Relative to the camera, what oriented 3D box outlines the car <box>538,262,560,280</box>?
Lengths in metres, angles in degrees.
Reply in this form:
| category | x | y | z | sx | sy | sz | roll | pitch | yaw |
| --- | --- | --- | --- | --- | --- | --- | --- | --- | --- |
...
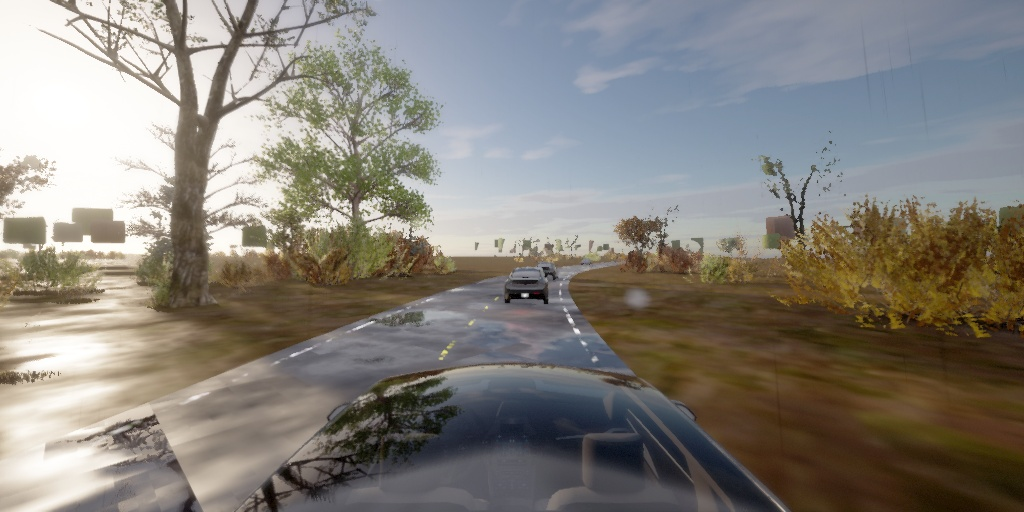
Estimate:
| category | x | y | z | sx | sy | sz | roll | pitch | yaw |
| --- | --- | --- | --- | --- | --- | --- | --- | --- | --- |
| car | 2.987 | 1.283 | 30.997 | 1.837 | 1.490 | 4.892 | 0 | 0 | 12 |

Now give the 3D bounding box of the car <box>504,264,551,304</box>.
| category | x | y | z | sx | sy | sz | roll | pitch | yaw |
| --- | --- | --- | --- | --- | --- | --- | --- | --- | --- |
| car | 0.749 | 1.271 | 16.323 | 1.837 | 1.490 | 4.892 | 0 | 0 | 6 |
